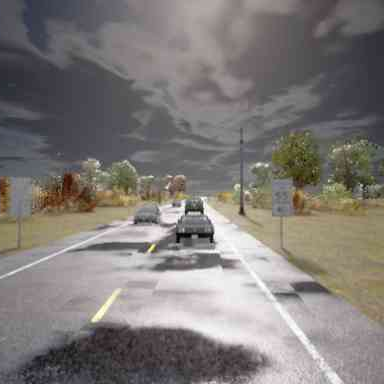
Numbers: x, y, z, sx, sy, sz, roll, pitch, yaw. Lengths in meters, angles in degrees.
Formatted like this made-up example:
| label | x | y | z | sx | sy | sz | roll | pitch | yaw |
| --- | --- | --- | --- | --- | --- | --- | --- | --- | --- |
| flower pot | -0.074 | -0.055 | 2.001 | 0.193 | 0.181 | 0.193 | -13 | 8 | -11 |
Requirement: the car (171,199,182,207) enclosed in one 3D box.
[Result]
| label | x | y | z | sx | sy | sz | roll | pitch | yaw |
| --- | --- | --- | --- | --- | --- | --- | --- | --- | --- |
| car | -3.060 | 2.230 | 65.592 | 1.837 | 1.490 | 4.892 | 0 | 0 | 1 |

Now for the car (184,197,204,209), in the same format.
| label | x | y | z | sx | sy | sz | roll | pitch | yaw |
| --- | --- | --- | --- | --- | --- | --- | --- | --- | --- |
| car | 0.265 | 1.654 | 39.074 | 2.150 | 2.045 | 5.566 | 0 | -1 | 0 |

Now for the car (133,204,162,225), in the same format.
| label | x | y | z | sx | sy | sz | roll | pitch | yaw |
| --- | --- | --- | --- | --- | --- | --- | --- | --- | --- |
| car | -3.512 | 1.804 | 26.958 | 1.837 | 1.490 | 4.892 | 0 | -1 | 0 |

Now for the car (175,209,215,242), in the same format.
| label | x | y | z | sx | sy | sz | roll | pitch | yaw |
| --- | --- | --- | --- | --- | --- | --- | --- | --- | --- |
| car | 0.137 | 1.795 | 17.507 | 1.895 | 1.301 | 4.718 | 0 | -1 | 0 |
